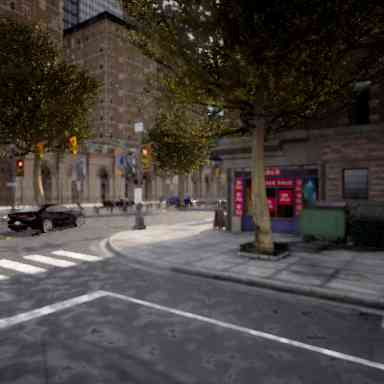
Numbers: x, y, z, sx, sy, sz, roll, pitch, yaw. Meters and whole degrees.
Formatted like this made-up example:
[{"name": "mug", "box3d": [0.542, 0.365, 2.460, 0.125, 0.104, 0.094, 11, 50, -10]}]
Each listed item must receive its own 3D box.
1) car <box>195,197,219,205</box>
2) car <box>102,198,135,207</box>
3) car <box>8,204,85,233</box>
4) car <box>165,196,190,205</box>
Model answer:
[{"name": "car", "box3d": [2.430, 1.519, 54.900, 1.895, 1.301, 4.718, 0, 0, 36]}, {"name": "car", "box3d": [-10.640, 1.495, 48.147, 1.895, 1.301, 4.718, 0, 0, 36]}, {"name": "car", "box3d": [-8.245, 1.438, 19.379, 1.882, 1.535, 5.008, -2, -1, 15]}, {"name": "car", "box3d": [-2.295, 1.386, 54.338, 1.882, 1.535, 5.008, 0, 0, 36]}]
